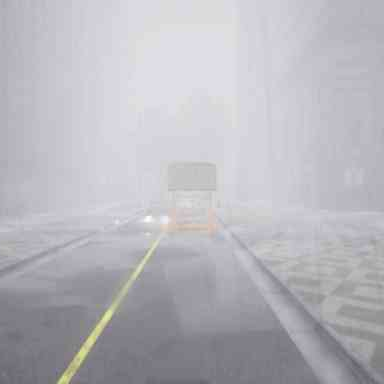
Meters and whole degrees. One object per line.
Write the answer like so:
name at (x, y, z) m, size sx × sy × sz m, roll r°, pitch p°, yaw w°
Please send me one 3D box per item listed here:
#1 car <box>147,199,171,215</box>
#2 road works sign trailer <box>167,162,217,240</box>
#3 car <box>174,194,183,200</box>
car at (-3.086, 1.387, 31.403) m, size 1.895 × 1.301 × 4.718 m, roll 0°, pitch 0°, yaw 0°
road works sign trailer at (0.008, 0.348, 16.291) m, size 2.380 × 3.560 × 2.880 m, roll 0°, pitch 0°, yaw 0°
car at (-2.979, 1.038, 71.962) m, size 2.033 × 1.411 × 5.357 m, roll 0°, pitch 0°, yaw 0°
